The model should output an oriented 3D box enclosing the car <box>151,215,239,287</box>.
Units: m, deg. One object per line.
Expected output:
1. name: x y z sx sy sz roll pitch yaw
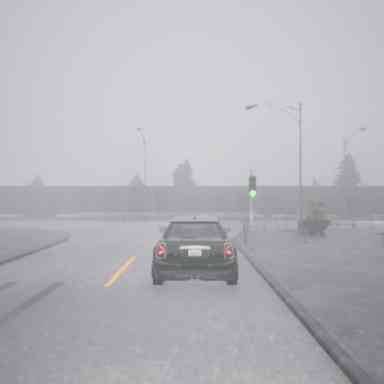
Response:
1. car: 0.080 1.454 9.829 2.097 1.767 4.553 0 -1 0
